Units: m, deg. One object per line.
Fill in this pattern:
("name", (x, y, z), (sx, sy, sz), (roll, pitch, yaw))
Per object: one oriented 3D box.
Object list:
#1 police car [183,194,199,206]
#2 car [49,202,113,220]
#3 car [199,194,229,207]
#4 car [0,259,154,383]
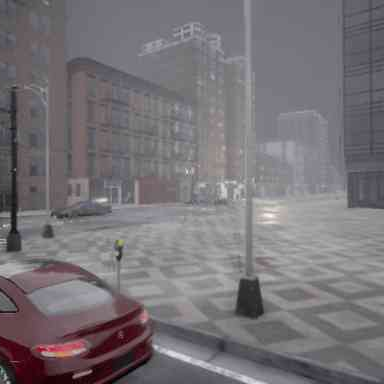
("police car", (0.593, 1.126, 47.354), (1.930, 1.638, 5.238), (0, 1, 36))
("car", (-9.239, 1.522, 28.240), (2.033, 1.411, 5.357), (0, 1, 36))
("car", (3.350, 1.203, 45.756), (1.812, 1.442, 4.674), (0, 1, 36))
("car", (-2.407, 1.631, 4.672), (4.206, 1.307, 1.802), (-1, 0, 35))
